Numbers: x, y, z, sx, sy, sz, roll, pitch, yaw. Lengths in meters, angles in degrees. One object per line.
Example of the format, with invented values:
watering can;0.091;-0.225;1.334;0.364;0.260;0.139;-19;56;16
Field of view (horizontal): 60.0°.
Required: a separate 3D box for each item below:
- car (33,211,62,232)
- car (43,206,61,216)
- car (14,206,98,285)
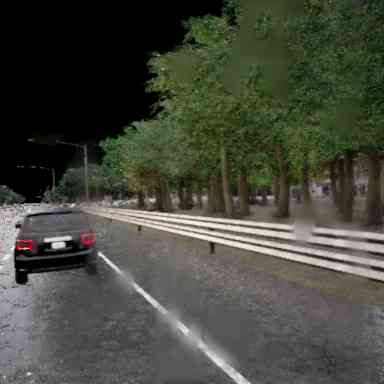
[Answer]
car;-11.853;2.354;27.262;1.994;1.385;4.181;-2;-1;-24
car;-23.963;3.156;57.168;2.033;1.411;5.357;-3;-1;-14
car;-4.528;1.528;10.986;2.150;2.045;5.566;-2;-1;-24
